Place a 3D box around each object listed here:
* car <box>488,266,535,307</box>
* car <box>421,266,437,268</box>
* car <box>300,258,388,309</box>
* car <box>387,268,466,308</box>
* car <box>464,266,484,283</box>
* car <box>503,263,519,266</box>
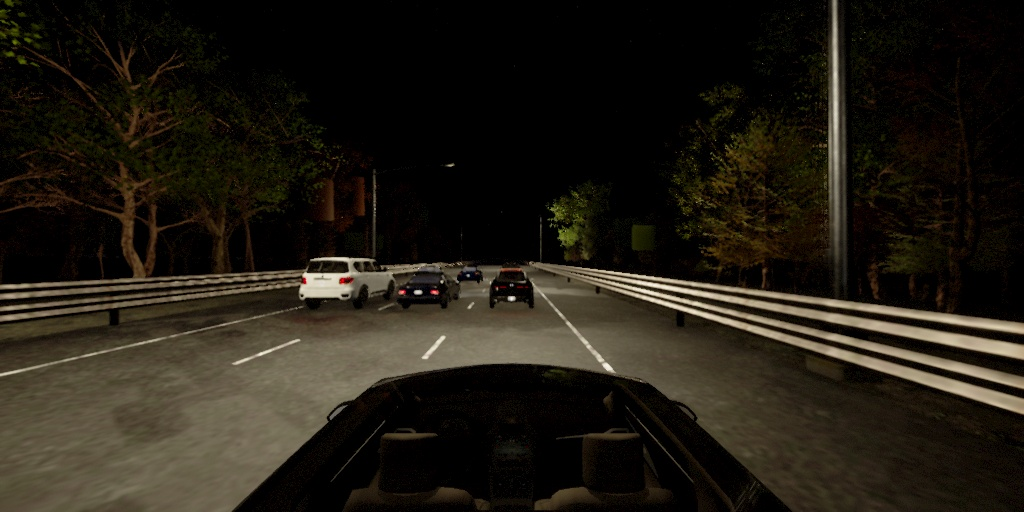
[{"bbox_3d":[-0.010,1.394,16.235,1.837,1.490,4.892,0,0,0],"label":"car"},{"bbox_3d":[-7.071,1.570,30.911,2.033,1.411,5.357,0,0,0],"label":"car"},{"bbox_3d":[-7.013,1.100,15.930,2.150,2.045,5.566,0,0,0],"label":"car"},{"bbox_3d":[-3.512,1.431,15.915,2.033,1.411,5.357,0,-1,0],"label":"car"},{"bbox_3d":[-3.570,1.590,31.235,1.994,1.385,4.181,0,0,0],"label":"car"},{"bbox_3d":[-0.070,1.374,31.033,2.097,1.767,4.553,0,-1,0],"label":"car"}]
